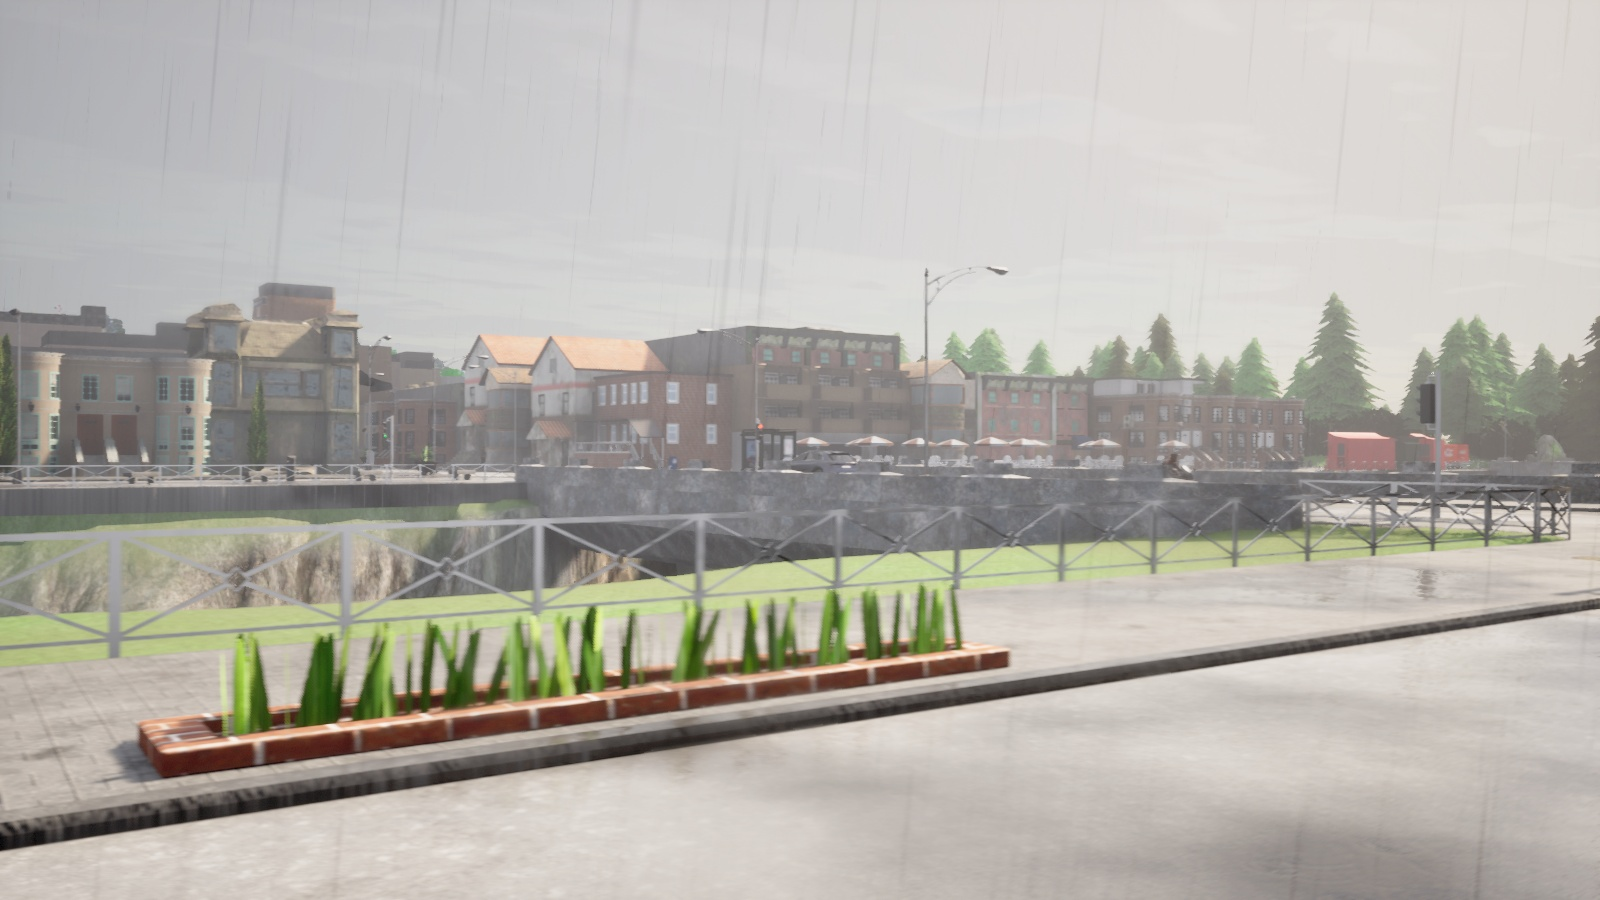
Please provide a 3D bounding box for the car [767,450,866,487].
[{"bbox_3d":[0.702,0.814,57.223,2.033,1.649,4.856,0,0,-35],"label":"car"}]

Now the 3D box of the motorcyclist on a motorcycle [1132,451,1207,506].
[{"bbox_3d":[10.592,0.793,36.062,0.797,1.523,2.044,0,0,-34],"label":"motorcyclist on a motorcycle"}]
